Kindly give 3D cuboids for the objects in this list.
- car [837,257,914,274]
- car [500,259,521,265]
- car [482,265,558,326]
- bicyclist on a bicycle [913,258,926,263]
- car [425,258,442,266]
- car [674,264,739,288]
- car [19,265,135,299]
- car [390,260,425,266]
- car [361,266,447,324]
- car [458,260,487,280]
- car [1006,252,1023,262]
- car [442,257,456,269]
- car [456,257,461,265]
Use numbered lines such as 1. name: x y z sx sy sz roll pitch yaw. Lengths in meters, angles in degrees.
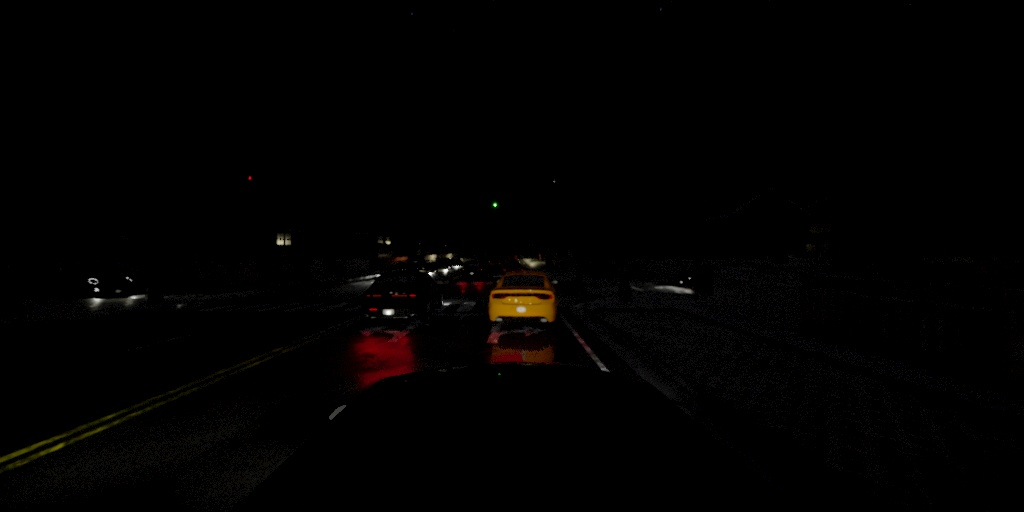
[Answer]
1. car: 22.829 0.896 22.129 4.553 1.767 2.097 0 0 -2
2. car: 0.101 1.238 30.243 1.994 1.385 4.181 0 0 0
3. car: 0.460 1.218 11.658 1.882 1.535 5.008 0 0 5
4. bicyclist on a bicycle: 18.454 0.906 16.151 0.582 1.620 1.656 0 0 -2
5. car: -9.839 1.186 41.751 1.994 1.385 4.181 0 0 0
6. car: 12.852 1.171 21.887 5.357 1.411 2.033 0 0 -5
7. car: -22.558 1.255 18.601 4.553 1.767 2.097 0 0 2
8. car: -9.840 1.157 32.567 2.128 1.511 4.902 0 0 0
9. car: -3.473 1.244 11.987 1.837 1.490 4.892 0 0 -4
10. car: -3.150 1.197 30.597 1.812 1.442 4.674 0 0 0
11. car: 33.511 0.678 22.410 5.566 2.045 2.150 0 0 -1
12. car: -9.802 0.996 51.359 1.882 1.535 5.008 0 1 0
13. car: -9.741 0.916 61.162 1.994 1.385 4.181 0 1 0
